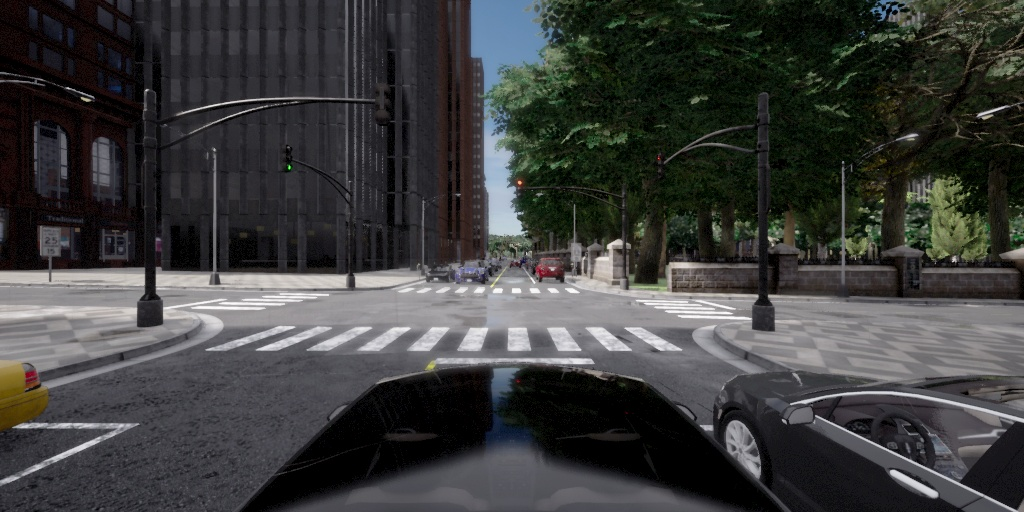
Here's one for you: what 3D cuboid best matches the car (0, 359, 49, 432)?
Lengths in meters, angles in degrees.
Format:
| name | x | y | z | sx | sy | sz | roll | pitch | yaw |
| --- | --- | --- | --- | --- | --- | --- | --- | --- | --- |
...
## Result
| name | x | y | z | sx | sy | sz | roll | pitch | yaw |
| --- | --- | --- | --- | --- | --- | --- | --- | --- | --- |
| car | -5.766 | 1.275 | 1.613 | 1.751 | 1.417 | 4.829 | 0 | 0 | 0 |

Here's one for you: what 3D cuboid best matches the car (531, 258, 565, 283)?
| name | x | y | z | sx | sy | sz | roll | pitch | yaw |
| --- | --- | --- | --- | --- | --- | --- | --- | --- | --- |
| car | 2.971 | 1.075 | 28.389 | 2.192 | 1.841 | 5.009 | 0 | 0 | 0 |

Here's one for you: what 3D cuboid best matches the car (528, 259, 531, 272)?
| name | x | y | z | sx | sy | sz | roll | pitch | yaw |
| --- | --- | --- | --- | --- | --- | --- | --- | --- | --- |
| car | 3.057 | 1.338 | 39.301 | 1.948 | 1.339 | 4.313 | 0 | 0 | 0 |

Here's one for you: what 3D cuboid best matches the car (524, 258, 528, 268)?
| name | x | y | z | sx | sy | sz | roll | pitch | yaw |
| --- | --- | --- | --- | --- | --- | --- | --- | --- | --- |
| car | 3.143 | 1.335 | 50.214 | 2.007 | 1.370 | 4.403 | 0 | 0 | 0 |

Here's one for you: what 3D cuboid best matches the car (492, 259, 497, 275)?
| name | x | y | z | sx | sy | sz | roll | pitch | yaw |
| --- | --- | --- | --- | --- | --- | --- | --- | --- | --- |
| car | -2.827 | 1.275 | 36.553 | 1.837 | 1.490 | 4.892 | 0 | 0 | 1 |

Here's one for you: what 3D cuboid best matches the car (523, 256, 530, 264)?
| name | x | y | z | sx | sy | sz | roll | pitch | yaw |
| --- | --- | --- | --- | --- | --- | --- | --- | --- | --- |
| car | 3.186 | 1.230 | 55.670 | 1.967 | 1.591 | 4.097 | 0 | 0 | 0 |

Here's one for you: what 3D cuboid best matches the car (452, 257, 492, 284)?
| name | x | y | z | sx | sy | sz | roll | pitch | yaw |
| --- | --- | --- | --- | --- | --- | --- | --- | --- | --- |
| car | -2.904 | 1.111 | 26.850 | 2.097 | 1.767 | 4.553 | 0 | 0 | 0 |

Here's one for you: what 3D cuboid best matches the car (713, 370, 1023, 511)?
| name | x | y | z | sx | sy | sz | roll | pitch | yaw |
| --- | --- | --- | --- | --- | --- | --- | --- | --- | --- |
| car | 2.760 | 1.300 | 1.725 | 2.007 | 1.370 | 4.403 | 0 | 0 | 0 |

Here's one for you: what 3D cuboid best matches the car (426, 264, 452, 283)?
| name | x | y | z | sx | sy | sz | roll | pitch | yaw |
| --- | --- | --- | --- | --- | --- | --- | --- | --- | --- |
| car | -5.554 | 1.326 | 28.447 | 1.948 | 1.339 | 4.313 | 0 | 0 | 0 |

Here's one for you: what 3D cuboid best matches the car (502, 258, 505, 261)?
| name | x | y | z | sx | sy | sz | roll | pitch | yaw |
| --- | --- | --- | --- | --- | --- | --- | --- | --- | --- |
| car | -2.637 | 1.355 | 56.415 | 1.994 | 1.385 | 4.181 | 0 | 0 | 0 |

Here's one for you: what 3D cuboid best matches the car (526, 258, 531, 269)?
| name | x | y | z | sx | sy | sz | roll | pitch | yaw |
| --- | --- | --- | --- | --- | --- | --- | --- | --- | --- |
| car | 3.100 | 1.329 | 44.757 | 2.007 | 1.370 | 4.403 | 0 | 0 | 0 |

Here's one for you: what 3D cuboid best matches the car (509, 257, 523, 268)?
| name | x | y | z | sx | sy | sz | roll | pitch | yaw |
| --- | --- | --- | --- | --- | --- | --- | --- | --- | --- |
| car | 0.554 | 1.323 | 61.261 | 1.812 | 1.442 | 4.674 | 0 | 0 | 0 |

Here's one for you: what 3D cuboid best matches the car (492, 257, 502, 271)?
| name | x | y | z | sx | sy | sz | roll | pitch | yaw |
| --- | --- | --- | --- | --- | --- | --- | --- | --- | --- |
| car | -2.743 | 1.271 | 46.351 | 2.128 | 1.511 | 4.902 | 0 | 0 | 0 |

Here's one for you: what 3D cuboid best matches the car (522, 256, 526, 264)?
| name | x | y | z | sx | sy | sz | roll | pitch | yaw |
| --- | --- | --- | --- | --- | --- | --- | --- | --- | --- |
| car | 3.229 | 1.236 | 61.126 | 1.967 | 1.591 | 4.097 | 0 | 0 | 0 |
